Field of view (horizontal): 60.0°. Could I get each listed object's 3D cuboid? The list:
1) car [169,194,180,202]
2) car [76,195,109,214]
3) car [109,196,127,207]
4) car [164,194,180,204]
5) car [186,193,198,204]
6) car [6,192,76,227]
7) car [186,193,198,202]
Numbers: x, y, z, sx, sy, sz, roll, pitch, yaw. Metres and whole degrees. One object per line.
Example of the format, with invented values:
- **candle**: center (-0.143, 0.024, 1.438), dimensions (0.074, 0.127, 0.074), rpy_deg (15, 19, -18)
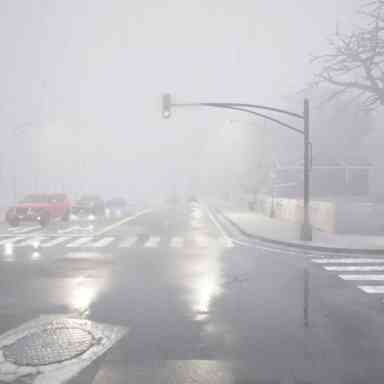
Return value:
- **car**: center (-3.261, 1.037, 62.642), dimensions (1.994, 1.385, 4.181), rpy_deg (0, 0, 0)
- **car**: center (-9.846, 1.101, 31.870), dimensions (2.097, 1.767, 4.553), rpy_deg (0, 1, 0)
- **car**: center (-9.847, 1.244, 43.297), dimensions (1.895, 1.301, 4.718), rpy_deg (0, 1, 0)
- **car**: center (-3.259, 1.158, 52.670), dimensions (1.895, 1.301, 4.718), rpy_deg (0, 0, 0)
- **car**: center (-0.009, 1.083, 52.639), dimensions (1.812, 1.442, 4.674), rpy_deg (0, 1, 0)
- **car**: center (-9.854, 1.062, 21.932), dimensions (2.150, 2.045, 5.566), rpy_deg (0, 1, 0)
- **car**: center (-0.011, 0.964, 62.643), dimensions (2.128, 1.511, 4.902), rpy_deg (0, 0, 0)
